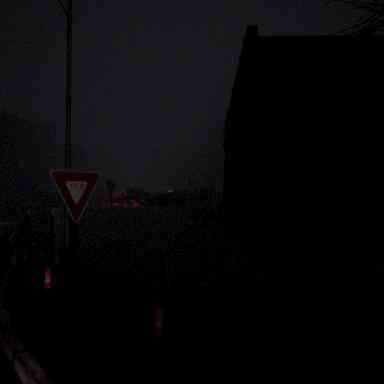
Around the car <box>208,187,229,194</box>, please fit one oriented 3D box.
[{"bbox_3d":[7.595,-0.408,95.220,5.566,2.045,2.435,1,1,12],"label":"car"}]

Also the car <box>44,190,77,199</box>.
[{"bbox_3d":[-21.841,0.395,55.293,4.674,1.452,2.002,1,1,12],"label":"car"}]

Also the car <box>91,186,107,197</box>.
[{"bbox_3d":[-19.496,-0.112,66.066,5.566,2.045,2.435,1,1,12],"label":"car"}]

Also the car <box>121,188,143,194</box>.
[{"bbox_3d":[-15.317,-0.242,84.910,4.892,1.521,2.231,1,1,12],"label":"car"}]

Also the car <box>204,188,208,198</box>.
[{"bbox_3d":[-0.153,0.545,60.071,5.008,1.535,2.097,1,1,12],"label":"car"}]

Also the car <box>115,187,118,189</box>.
[{"bbox_3d":[-18.698,0.083,68.719,5.366,1.575,1.946,1,1,12],"label":"car"}]

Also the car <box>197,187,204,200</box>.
[{"bbox_3d":[-0.742,0.481,57.225,4.553,1.767,2.185,1,1,12],"label":"car"}]

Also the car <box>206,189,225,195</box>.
[{"bbox_3d":[6.391,-0.030,89.799,4.792,1.488,2.163,1,1,12],"label":"car"}]

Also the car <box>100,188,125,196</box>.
[{"bbox_3d":[-17.699,-0.030,74.145,5.008,1.535,2.097,1,1,12],"label":"car"}]

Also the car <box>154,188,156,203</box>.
[{"bbox_3d":[-5.505,0.550,57.450,2.128,1.511,4.902,1,1,13],"label":"car"}]

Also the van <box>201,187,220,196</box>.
[{"bbox_3d":[4.511,-0.134,81.674,4.442,1.987,1.878,1,1,12],"label":"van"}]

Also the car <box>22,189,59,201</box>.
[{"bbox_3d":[-22.997,0.325,49.895,4.553,1.767,2.185,1,1,12],"label":"car"}]

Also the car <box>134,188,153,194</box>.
[{"bbox_3d":[-13.539,-0.391,92.986,4.892,1.521,2.231,1,1,12],"label":"car"}]

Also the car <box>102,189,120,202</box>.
[{"bbox_3d":[-10.629,0.715,48.098,1.812,1.442,4.674,1,1,13],"label":"car"}]

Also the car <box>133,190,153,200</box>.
[{"bbox_3d":[-8.496,0.515,57.808,1.837,1.490,4.892,1,1,12],"label":"car"}]

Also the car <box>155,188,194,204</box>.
[{"bbox_3d":[-2.542,0.641,49.079,4.553,1.767,2.185,1,1,12],"label":"car"}]

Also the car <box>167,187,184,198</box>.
[{"bbox_3d":[-3.322,0.063,67.505,2.150,2.045,5.566,1,1,12],"label":"car"}]

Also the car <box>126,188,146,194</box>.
[{"bbox_3d":[-14.724,-0.293,87.603,4.892,1.521,2.231,1,1,12],"label":"car"}]

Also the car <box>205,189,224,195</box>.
[{"bbox_3d":[5.845,0.029,87.202,4.674,1.452,2.002,1,1,12],"label":"car"}]

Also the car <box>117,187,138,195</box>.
[{"bbox_3d":[-15.883,-0.317,82.211,4.553,1.767,2.185,1,1,12],"label":"car"}]

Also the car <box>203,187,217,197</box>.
[{"bbox_3d":[1.805,0.373,68.047,5.366,1.575,1.946,1,1,12],"label":"car"}]

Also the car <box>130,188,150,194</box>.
[{"bbox_3d":[-14.132,-0.342,90.295,4.892,1.521,2.231,1,1,12],"label":"car"}]

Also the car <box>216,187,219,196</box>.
[{"bbox_3d":[2.226,0.061,70.923,5.566,2.045,2.435,1,1,12],"label":"car"}]

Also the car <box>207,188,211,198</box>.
[{"bbox_3d":[0.431,0.491,62.660,4.892,1.521,2.231,1,1,12],"label":"car"}]

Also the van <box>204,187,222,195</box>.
[{"bbox_3d":[5.338,-0.181,84.335,4.442,1.987,1.878,1,1,12],"label":"van"}]

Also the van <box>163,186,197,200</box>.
[{"bbox_3d":[-2.058,0.488,51.948,4.442,1.987,1.878,1,1,12],"label":"van"}]

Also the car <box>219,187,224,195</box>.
[{"bbox_3d":[4.053,-0.103,78.927,5.566,2.045,2.435,1,1,12],"label":"car"}]

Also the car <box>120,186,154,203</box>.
[{"bbox_3d":[-7.708,0.465,47.428,2.150,2.045,5.566,1,1,13],"label":"car"}]

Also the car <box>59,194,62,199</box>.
[{"bbox_3d":[-22.441,0.404,52.603,5.008,1.535,2.097,1,1,12],"label":"car"}]

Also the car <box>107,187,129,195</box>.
[{"bbox_3d":[-17.129,-0.211,76.839,4.553,1.767,2.185,1,1,12],"label":"car"}]

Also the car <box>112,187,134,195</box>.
[{"bbox_3d":[-16.537,-0.264,79.531,4.553,1.767,2.185,1,1,12],"label":"car"}]

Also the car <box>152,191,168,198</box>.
[{"bbox_3d":[-6.436,0.405,67.346,1.895,1.301,4.718,1,1,12],"label":"car"}]
